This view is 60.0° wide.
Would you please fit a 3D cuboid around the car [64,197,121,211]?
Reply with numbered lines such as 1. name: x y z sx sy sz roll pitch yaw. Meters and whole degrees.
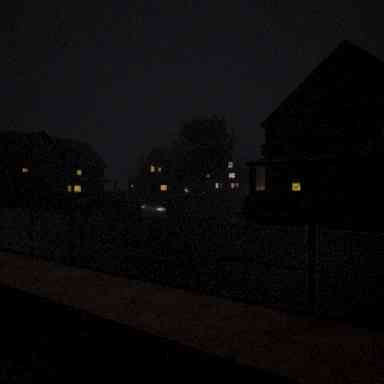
1. car: -8.000 1.074 26.458 2.033 1.411 5.357 1 2 35

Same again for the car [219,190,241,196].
1. car: 5.006 0.506 44.624 1.837 1.490 4.892 1 3 36

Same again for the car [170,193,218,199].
1. car: 0.355 0.834 33.089 1.837 1.490 4.892 1 2 35

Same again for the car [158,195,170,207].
1. car: -1.669 0.834 35.313 1.994 1.385 4.181 1 2 36
